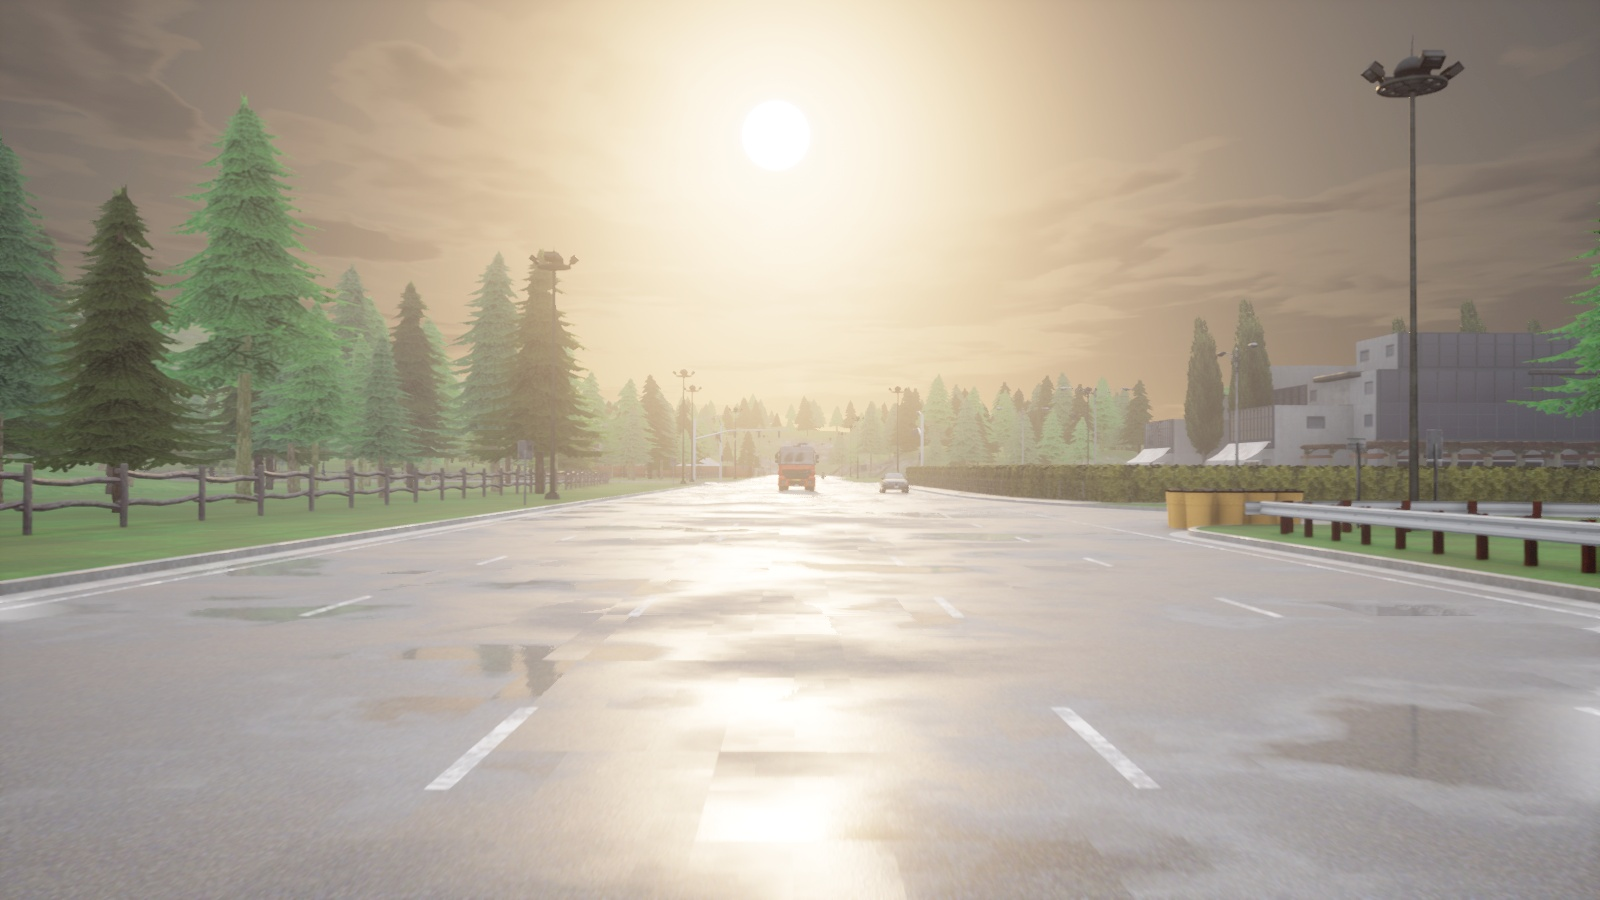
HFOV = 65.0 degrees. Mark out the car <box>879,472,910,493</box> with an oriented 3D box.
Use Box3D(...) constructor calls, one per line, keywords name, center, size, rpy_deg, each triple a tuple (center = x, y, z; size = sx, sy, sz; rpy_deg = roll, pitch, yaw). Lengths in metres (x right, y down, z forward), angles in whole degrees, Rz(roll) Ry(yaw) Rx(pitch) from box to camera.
Box3D(name="car", center=(6.795, 2.328, 90.492), size=(1.812, 1.442, 4.674), rpy_deg=(0, -1, 0))
